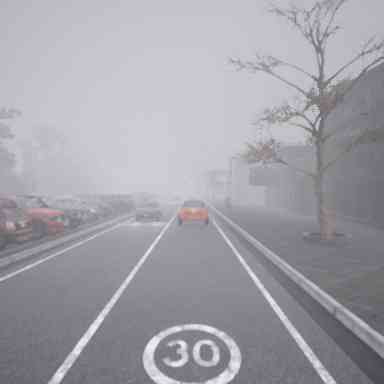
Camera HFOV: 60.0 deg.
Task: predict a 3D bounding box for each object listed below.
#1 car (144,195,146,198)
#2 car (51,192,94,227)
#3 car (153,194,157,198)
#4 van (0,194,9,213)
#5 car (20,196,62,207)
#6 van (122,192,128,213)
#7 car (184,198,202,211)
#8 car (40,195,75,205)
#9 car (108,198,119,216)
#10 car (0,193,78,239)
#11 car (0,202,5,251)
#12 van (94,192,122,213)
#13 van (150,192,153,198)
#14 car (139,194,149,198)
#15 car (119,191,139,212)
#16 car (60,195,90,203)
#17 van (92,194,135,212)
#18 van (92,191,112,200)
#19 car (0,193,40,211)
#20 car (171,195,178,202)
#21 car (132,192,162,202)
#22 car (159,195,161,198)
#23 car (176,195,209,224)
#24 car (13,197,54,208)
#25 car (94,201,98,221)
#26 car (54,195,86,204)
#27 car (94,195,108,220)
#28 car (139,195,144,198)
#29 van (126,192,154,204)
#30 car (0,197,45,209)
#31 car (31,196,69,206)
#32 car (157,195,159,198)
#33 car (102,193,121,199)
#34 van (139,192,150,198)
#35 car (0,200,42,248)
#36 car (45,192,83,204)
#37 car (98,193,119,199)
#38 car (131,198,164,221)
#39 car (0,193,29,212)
[{"bbox_3d":[-8.929,1.455,44.151,4.674,1.452,2.002,0,0,0],"label":"car"},{"bbox_3d":[-8.882,1.203,18.918,5.566,2.045,2.435,0,0,0],"label":"car"},{"bbox_3d":[-8.936,1.338,55.370,5.008,1.535,2.097,0,1,0],"label":"car"},{"bbox_3d":[-22.121,1.213,35.162,4.442,1.987,1.878,0,0,0],"label":"van"},{"bbox_3d":[-22.200,1.385,49.046,5.366,1.575,1.946,0,0,0],"label":"car"},{"bbox_3d":[-9.039,1.214,32.934,4.442,1.987,1.878,0,0,0],"label":"van"},{"bbox_3d":[0.122,1.457,41.765,2.033,1.411,5.357,0,0,0],"label":"car"},{"bbox_3d":[-22.014,1.347,54.601,4.892,1.521,2.231,0,1,0],"label":"car"},{"bbox_3d":[-8.911,1.447,27.328,4.892,1.521,2.231,0,0,0],"label":"car"},{"bbox_3d":[-8.880,1.206,16.115,5.566,2.045,2.435,0,0,0],"label":"car"},{"bbox_3d":[-8.872,1.337,10.508,4.553,1.767,2.185,0,0,0],"label":"car"},{"bbox_3d":[-9.037,1.217,30.131,4.442,1.987,1.878,0,0,0],"label":"van"},{"bbox_3d":[-8.822,1.136,52.561,4.442,1.987,1.878,0,1,0],"label":"van"},{"bbox_3d":[-8.963,1.431,46.958,4.792,1.488,2.163,0,0,0],"label":"car"},{"bbox_3d":[-8.897,1.186,35.738,5.566,2.045,2.435,0,0,0],"label":"car"},{"bbox_3d":[-22.032,1.272,62.927,5.008,1.535,2.097,0,1,0],"label":"car"},{"bbox_3d":[-9.044,1.208,38.539,4.442,1.987,1.878,0,0,0],"label":"van"},{"bbox_3d":[-22.160,0.874,82.352,4.442,1.987,1.878,0,1,0],"label":"van"},{"bbox_3d":[-21.980,1.177,40.715,5.566,2.045,2.435,0,0,0],"label":"car"},{"bbox_3d":[-3.215,1.282,68.376,1.994,1.385,4.181,0,0,0],"label":"car"},{"bbox_3d":[-8.922,0.987,66.581,5.566,2.045,2.435,0,0,0],"label":"car"},{"bbox_3d":[-8.763,1.260,63.780,5.366,1.575,1.946,0,1,0],"label":"car"},{"bbox_3d":[0.113,1.320,24.591,2.097,1.767,4.553,0,0,0],"label":"car"},{"bbox_3d":[-21.984,1.437,46.274,4.792,1.488,2.163,0,0,0],"label":"car"},{"bbox_3d":[-8.910,1.491,21.721,4.674,1.452,2.002,0,0,0],"label":"car"},{"bbox_3d":[-22.030,1.297,60.151,5.008,1.535,2.097,0,1,0],"label":"car"},{"bbox_3d":[-8.947,1.323,24.525,4.553,1.767,2.185,0,0,0],"label":"car"},{"bbox_3d":[-8.936,1.426,41.347,4.892,1.521,2.231,0,0,0],"label":"car"},{"bbox_3d":[-9.060,1.087,58.171,4.442,1.987,1.878,0,1,0],"label":"van"},{"bbox_3d":[-22.039,1.448,43.491,4.792,1.488,2.163,0,0,0],"label":"car"},{"bbox_3d":[-22.012,1.368,51.823,5.008,1.535,2.097,0,0,0],"label":"car"},{"bbox_3d":[-8.948,1.328,60.977,4.674,1.452,2.002,0,1,0],"label":"car"},{"bbox_3d":[-22.048,1.068,90.682,4.674,1.452,2.002,0,1,0],"label":"car"},{"bbox_3d":[-9.053,1.156,49.760,4.442,1.987,1.878,0,0,0],"label":"van"},{"bbox_3d":[-8.875,1.334,13.312,4.553,1.767,2.185,0,0,0],"label":"car"},{"bbox_3d":[-21.994,1.070,57.373,5.566,2.045,2.435,0,1,0],"label":"car"},{"bbox_3d":[-22.043,1.051,87.906,5.008,1.535,2.097,0,1,0],"label":"car"},{"bbox_3d":[-3.334,1.467,26.614,1.837,1.490,4.892,0,0,0],"label":"car"},{"bbox_3d":[-22.035,1.185,37.939,5.566,2.045,2.435,0,0,0],"label":"car"}]
